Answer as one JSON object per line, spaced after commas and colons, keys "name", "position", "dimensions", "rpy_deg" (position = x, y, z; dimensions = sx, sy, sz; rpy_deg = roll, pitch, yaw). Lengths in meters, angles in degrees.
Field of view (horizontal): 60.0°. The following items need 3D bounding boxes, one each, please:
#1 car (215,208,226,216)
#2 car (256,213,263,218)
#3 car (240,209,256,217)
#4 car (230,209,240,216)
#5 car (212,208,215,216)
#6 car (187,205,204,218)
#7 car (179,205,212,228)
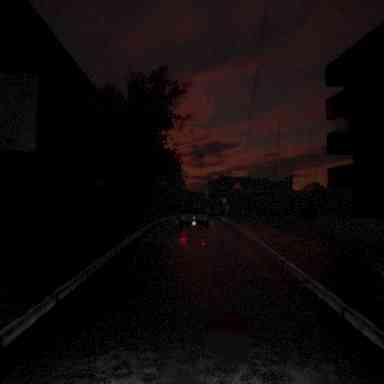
{"name": "car", "position": [4.848, 4.362, 73.199], "dimensions": [2.185, 1.767, 4.553], "rpy_deg": [5, -5, -31]}
{"name": "car", "position": [13.651, 5.365, 74.931], "dimensions": [1.946, 1.575, 5.366], "rpy_deg": [8, -6, -30]}
{"name": "car", "position": [10.818, 4.809, 74.246], "dimensions": [2.435, 2.045, 5.566], "rpy_deg": [8, -6, -30]}
{"name": "car", "position": [7.821, 4.626, 73.691], "dimensions": [2.185, 1.767, 4.553], "rpy_deg": [7, -6, -30]}
{"name": "car", "position": [1.969, 4.053, 72.617], "dimensions": [2.435, 2.045, 5.566], "rpy_deg": [2, -4, -30]}
{"name": "car", "position": [0.502, 2.250, 38.075], "dimensions": [1.812, 1.442, 4.674], "rpy_deg": [0, -3, 2]}
{"name": "car", "position": [0.133, 1.670, 22.399], "dimensions": [1.895, 1.301, 4.718], "rpy_deg": [0, -1, 0]}
